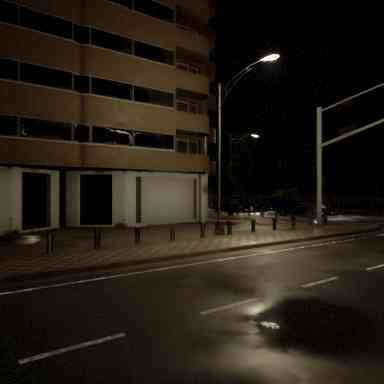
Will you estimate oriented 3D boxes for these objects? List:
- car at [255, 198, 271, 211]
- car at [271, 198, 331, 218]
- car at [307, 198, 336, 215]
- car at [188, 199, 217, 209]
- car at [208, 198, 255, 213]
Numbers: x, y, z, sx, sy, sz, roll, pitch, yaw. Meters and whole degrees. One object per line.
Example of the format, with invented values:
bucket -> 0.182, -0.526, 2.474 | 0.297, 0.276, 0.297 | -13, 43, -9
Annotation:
car -> 6.946, 1.560, 41.091 | 1.837, 1.490, 4.892 | 0, 0, -36
car -> 10.013, 1.581, 30.886 | 1.812, 1.442, 4.674 | 0, 0, -37
car -> 12.192, 1.407, 33.819 | 2.097, 1.767, 4.553 | 0, 0, -36
car -> 1.472, 1.656, 48.691 | 1.895, 1.301, 4.718 | 0, 0, -36
car -> 4.388, 1.603, 38.653 | 2.033, 1.411, 5.357 | 0, 0, -36
